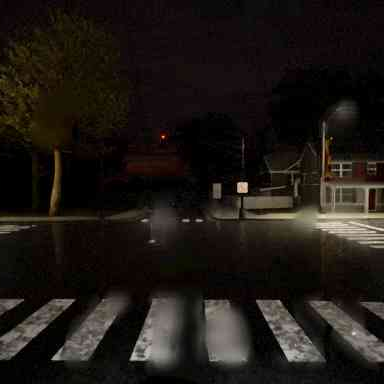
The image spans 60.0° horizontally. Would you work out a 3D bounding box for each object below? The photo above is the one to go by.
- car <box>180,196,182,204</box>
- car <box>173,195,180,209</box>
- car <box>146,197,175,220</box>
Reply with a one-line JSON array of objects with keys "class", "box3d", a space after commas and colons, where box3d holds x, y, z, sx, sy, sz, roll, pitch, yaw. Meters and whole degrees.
[{"class": "car", "box3d": [-2.818, 1.425, 64.013, 1.837, 1.490, 4.892, 0, 0, 1]}, {"class": "car", "box3d": [-2.944, 1.435, 44.043, 1.882, 1.535, 5.008, 0, 0, 0]}, {"class": "car", "box3d": [-2.695, 1.468, 27.842, 2.128, 1.511, 4.902, 0, 0, -4]}]
